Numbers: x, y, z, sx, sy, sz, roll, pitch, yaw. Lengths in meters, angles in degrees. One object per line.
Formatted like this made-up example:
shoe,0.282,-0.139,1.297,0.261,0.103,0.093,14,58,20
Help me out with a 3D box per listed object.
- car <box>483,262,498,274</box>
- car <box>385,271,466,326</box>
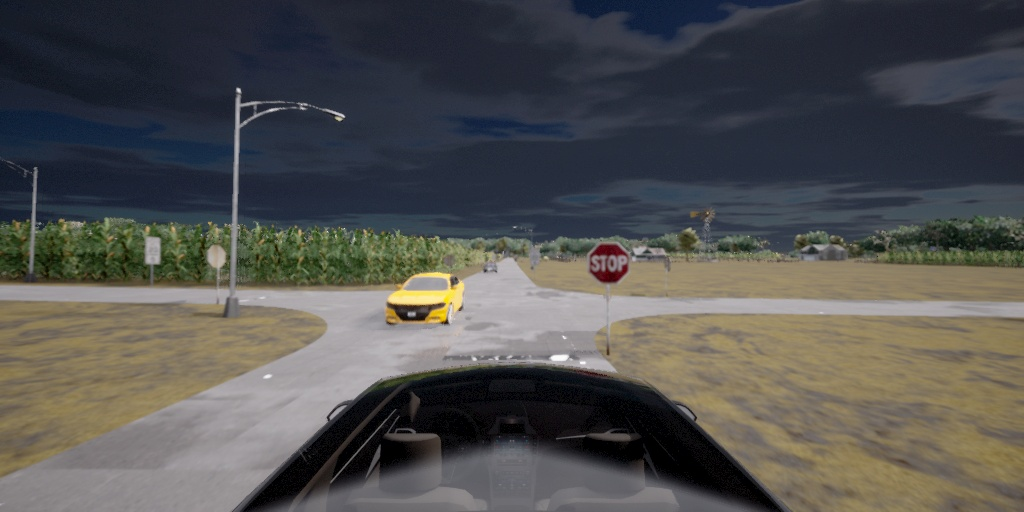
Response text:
car,-2.900,1.630,48.882,2.128,1.511,4.902,0,0,0
car,-2.767,1.331,12.393,1.882,1.535,5.008,1,0,0
